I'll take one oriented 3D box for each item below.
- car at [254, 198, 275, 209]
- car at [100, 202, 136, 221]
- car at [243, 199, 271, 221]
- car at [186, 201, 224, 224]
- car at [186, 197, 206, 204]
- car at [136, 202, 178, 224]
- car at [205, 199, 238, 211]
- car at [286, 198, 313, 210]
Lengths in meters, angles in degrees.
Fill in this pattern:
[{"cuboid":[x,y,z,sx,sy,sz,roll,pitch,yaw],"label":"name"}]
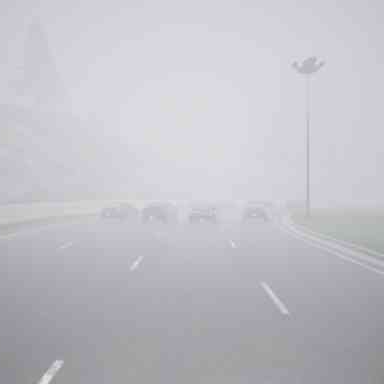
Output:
[{"cuboid":[8.802,1.469,41.654,2.128,1.511,4.902,0,0,36],"label":"car"},{"cuboid":[-5.755,1.511,26.806,1.812,1.442,4.674,0,0,11],"label":"car"},{"cuboid":[5.166,1.511,26.656,1.812,1.442,4.674,0,0,14],"label":"car"},{"cuboid":[1.044,1.588,24.518,1.895,1.301,4.718,0,0,10],"label":"car"},{"cuboid":[1.087,1.481,43.206,1.837,1.490,4.892,-1,0,32],"label":"car"},{"cuboid":[-2.327,1.490,24.980,1.837,1.490,4.892,0,0,10],"label":"car"},{"cuboid":[3.872,1.579,40.671,1.895,1.301,4.718,0,0,31],"label":"car"},{"cuboid":[13.665,1.455,42.086,1.882,1.535,5.008,0,0,40],"label":"car"}]
